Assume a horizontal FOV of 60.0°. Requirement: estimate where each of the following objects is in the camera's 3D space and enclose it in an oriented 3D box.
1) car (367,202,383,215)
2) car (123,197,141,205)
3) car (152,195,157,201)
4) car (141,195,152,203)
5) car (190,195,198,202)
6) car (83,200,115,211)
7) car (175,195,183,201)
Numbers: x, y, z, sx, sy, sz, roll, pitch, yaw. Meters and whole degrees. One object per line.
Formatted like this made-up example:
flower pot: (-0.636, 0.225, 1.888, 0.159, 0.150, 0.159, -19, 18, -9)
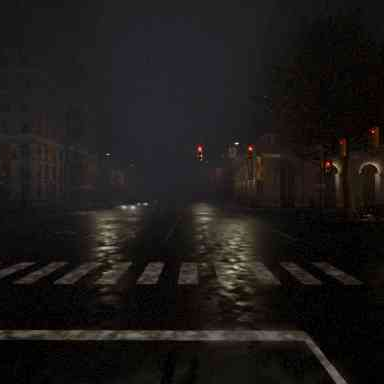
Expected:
car: (19.573, 1.564, 32.742, 4.181, 1.385, 1.994, 0, 0, 0)
car: (-10.420, 1.601, 56.421, 1.895, 1.301, 4.718, 0, 0, 0)
car: (-10.010, 1.470, 84.431, 1.882, 1.535, 5.008, 0, 0, 1)
car: (-10.207, 1.595, 69.790, 1.895, 1.301, 4.718, 0, 0, 1)
car: (0.412, 1.450, 78.586, 2.128, 1.511, 4.902, 0, 0, 1)
car: (-11.388, 1.601, 40.859, 1.895, 1.301, 4.718, 0, 0, 16)
car: (-3.087, 1.449, 78.631, 2.128, 1.511, 4.902, 0, 0, 1)
